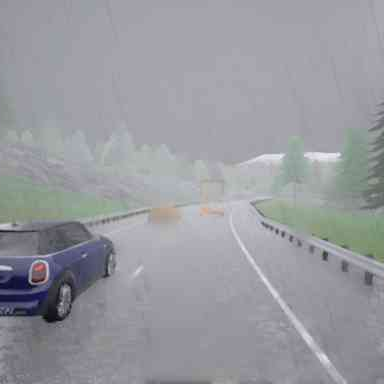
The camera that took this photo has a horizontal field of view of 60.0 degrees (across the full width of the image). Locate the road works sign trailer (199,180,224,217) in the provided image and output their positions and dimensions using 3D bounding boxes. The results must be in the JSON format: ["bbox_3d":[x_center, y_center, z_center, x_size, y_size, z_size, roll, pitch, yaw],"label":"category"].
[{"bbox_3d":[2.006,0.630,33.136,2.380,3.560,2.880,0,0,8],"label":"road works sign trailer"}]

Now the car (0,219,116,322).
[{"bbox_3d":[-3.220,1.383,7.497,2.097,1.767,4.553,0,0,2],"label":"car"}]

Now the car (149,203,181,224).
[{"bbox_3d":[-2.060,1.602,26.239,1.882,1.535,5.008,0,0,5],"label":"car"}]
